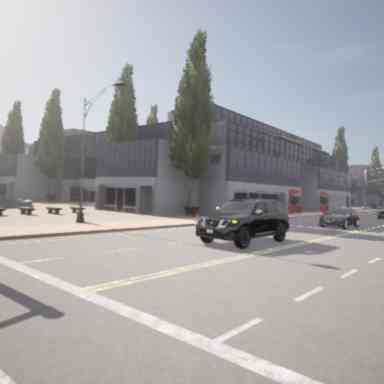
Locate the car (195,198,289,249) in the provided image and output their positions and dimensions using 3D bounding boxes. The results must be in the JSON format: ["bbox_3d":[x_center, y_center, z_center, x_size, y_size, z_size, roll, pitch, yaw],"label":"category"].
[{"bbox_3d":[2.562,1.318,15.558,2.150,2.045,5.566,2,0,41],"label":"car"}]

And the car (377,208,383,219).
[{"bbox_3d":[22.950,2.523,38.516,1.895,1.301,4.718,2,0,41],"label":"car"}]

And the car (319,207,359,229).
[{"bbox_3d":[11.372,1.946,25.540,1.837,1.490,4.892,2,1,42],"label":"car"}]
